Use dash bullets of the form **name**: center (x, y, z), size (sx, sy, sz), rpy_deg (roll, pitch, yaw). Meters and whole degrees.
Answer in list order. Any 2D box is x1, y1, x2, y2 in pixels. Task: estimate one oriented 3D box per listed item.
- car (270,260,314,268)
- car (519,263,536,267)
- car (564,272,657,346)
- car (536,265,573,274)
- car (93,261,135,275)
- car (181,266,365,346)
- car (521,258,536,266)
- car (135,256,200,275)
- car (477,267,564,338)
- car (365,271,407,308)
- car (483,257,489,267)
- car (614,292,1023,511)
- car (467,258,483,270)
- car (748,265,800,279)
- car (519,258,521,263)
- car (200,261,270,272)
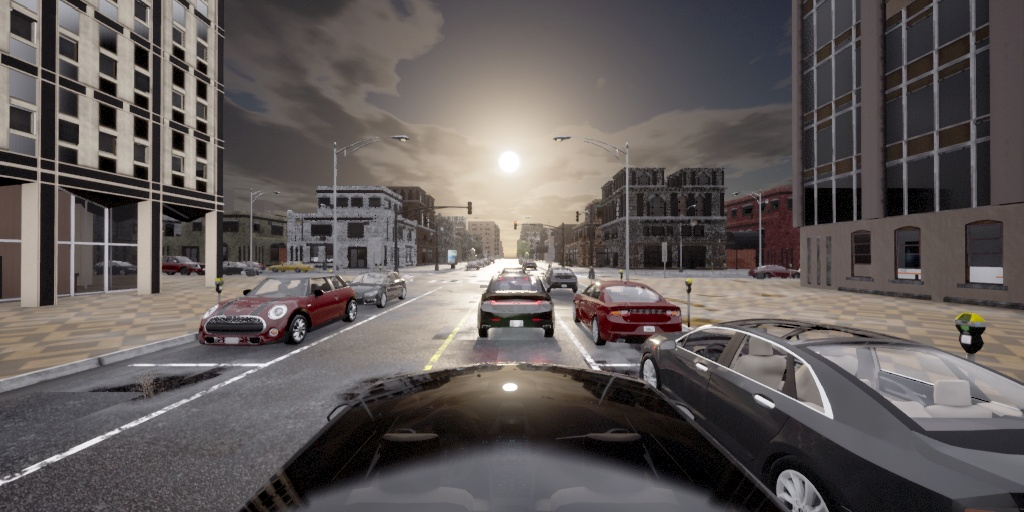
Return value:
- **car**: center (-25.469, 1.198, 41.419), size (4.829, 1.417, 1.751), rpy_deg (0, 0, 1)
- **car**: center (0.092, 1.316, 20.592), size (1.994, 1.385, 4.181), rpy_deg (0, 0, 0)
- **car**: center (2.687, 1.296, 9.261), size (1.888, 1.381, 4.507), rpy_deg (0, 0, 0)
- **car**: center (2.683, 1.303, 20.645), size (2.007, 1.370, 4.403), rpy_deg (0, 0, 0)
- **car**: center (-36.500, 1.131, 33.204), size (4.403, 1.370, 2.007), rpy_deg (0, 0, 1)
- **car**: center (-5.693, 1.190, 9.275), size (1.967, 1.591, 4.097), rpy_deg (0, 0, 0)
- **car**: center (2.671, 1.322, 53.035), size (1.948, 1.339, 4.313), rpy_deg (0, 0, 0)
- **car**: center (-30.964, 0.918, 33.121), size (5.009, 1.841, 2.192), rpy_deg (0, 0, 1)
- **car**: center (0.098, 1.242, 10.168), size (2.128, 1.511, 4.902), rpy_deg (0, 0, 0)
- **car**: center (-5.695, 1.302, 14.967), size (2.007, 1.370, 4.403), rpy_deg (0, 0, 0)
- **car**: center (-5.714, 1.309, 64.088), size (2.007, 1.370, 4.403), rpy_deg (0, 0, 0)
- **car**: center (2.690, 1.301, 3.569), size (2.007, 1.370, 4.403), rpy_deg (0, 0, 0)
- **car**: center (-5.709, 1.339, 53.045), size (1.802, 1.307, 4.207), rpy_deg (0, 0, 0)
- **car**: center (23.631, 1.433, 32.265), size (4.207, 1.307, 1.802), rpy_deg (0, 0, 1)
- **car**: center (2.667, 1.341, 64.077), size (1.802, 1.307, 4.207), rpy_deg (0, 0, 0)
- **car**: center (-25.427, 1.177, 33.037), size (4.403, 1.370, 2.007), rpy_deg (0, 0, 1)
